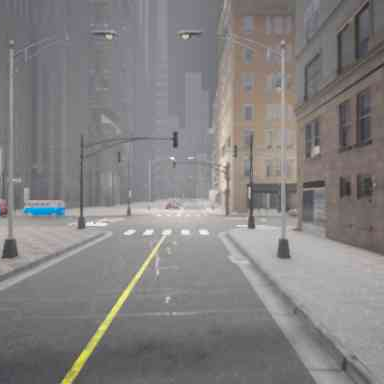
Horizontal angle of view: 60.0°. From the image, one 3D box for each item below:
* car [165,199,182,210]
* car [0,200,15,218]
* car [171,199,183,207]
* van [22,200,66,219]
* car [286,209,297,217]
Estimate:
[{"bbox_3d":[-3.119,2.153,53.002,1.994,1.385,4.181,0,-1,0],"label":"car"},{"bbox_3d":[-20.403,1.713,33.226,5.009,1.841,2.192,0,-1,-1],"label":"car"},{"bbox_3d":[-3.074,2.282,68.537,2.128,1.511,4.902,0,-1,0],"label":"car"},{"bbox_3d":[-14.763,1.741,33.318,3.998,1.788,1.690,0,-1,-1],"label":"van"},{"bbox_3d":[12.079,1.885,33.753,4.829,1.417,1.752,0,-1,-1],"label":"car"}]
